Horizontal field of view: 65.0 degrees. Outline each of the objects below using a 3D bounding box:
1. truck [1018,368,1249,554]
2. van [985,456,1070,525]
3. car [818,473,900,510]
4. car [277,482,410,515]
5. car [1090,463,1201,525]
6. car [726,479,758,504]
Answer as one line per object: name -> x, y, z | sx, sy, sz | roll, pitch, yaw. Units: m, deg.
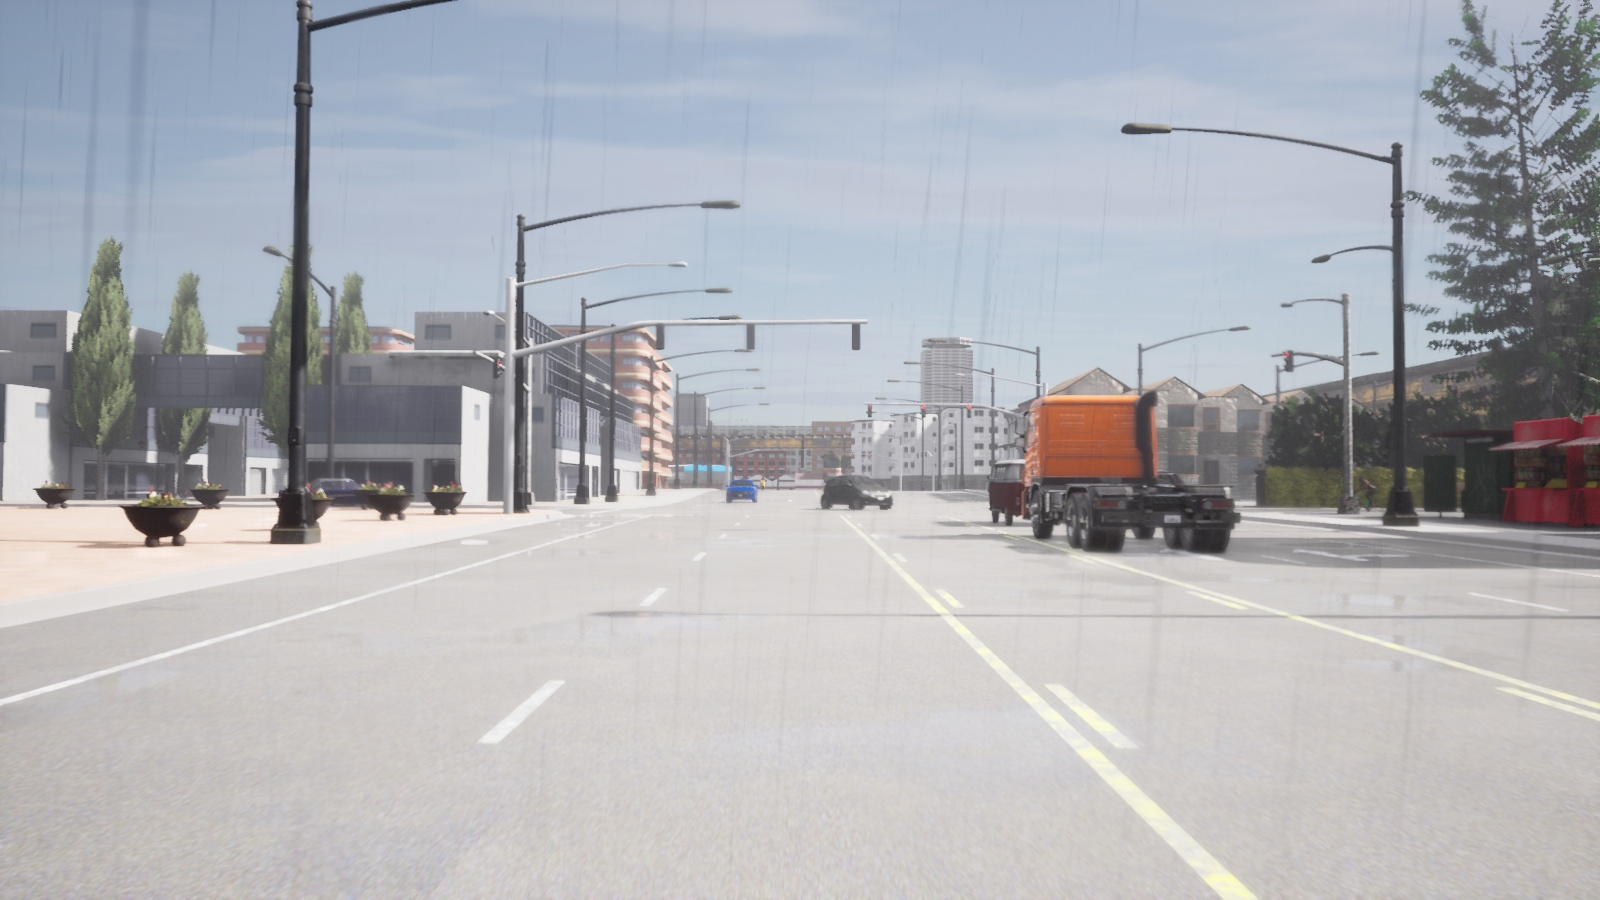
truck -> 6.931, 0.270, 27.463 | 2.891, 3.462, 7.936 | 0, -1, 0
van -> 6.907, 1.224, 38.537 | 1.775, 1.987, 4.442 | 0, -1, 0
car -> 2.686, 1.901, 58.009 | 1.851, 1.617, 3.988 | 1, -2, -31
car -> -18.484, 1.965, 51.003 | 4.718, 1.301, 1.895 | 0, -2, 0
car -> 10.408, 1.305, 38.204 | 2.097, 1.767, 4.553 | 0, -1, 0
car -> -3.691, 2.645, 80.692 | 1.882, 1.535, 5.008 | 0, -1, 0
